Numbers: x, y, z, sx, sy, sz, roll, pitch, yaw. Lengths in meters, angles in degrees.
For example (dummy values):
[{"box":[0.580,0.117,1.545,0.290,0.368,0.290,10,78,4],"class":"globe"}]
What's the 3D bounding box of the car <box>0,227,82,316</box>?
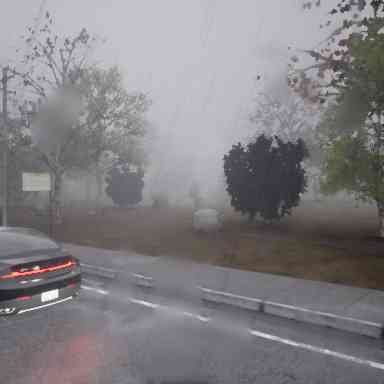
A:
[{"box":[-4.342,1.504,7.087,4.892,1.490,1.837,0,0,37],"class":"car"}]
